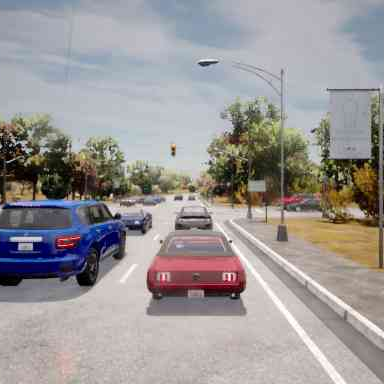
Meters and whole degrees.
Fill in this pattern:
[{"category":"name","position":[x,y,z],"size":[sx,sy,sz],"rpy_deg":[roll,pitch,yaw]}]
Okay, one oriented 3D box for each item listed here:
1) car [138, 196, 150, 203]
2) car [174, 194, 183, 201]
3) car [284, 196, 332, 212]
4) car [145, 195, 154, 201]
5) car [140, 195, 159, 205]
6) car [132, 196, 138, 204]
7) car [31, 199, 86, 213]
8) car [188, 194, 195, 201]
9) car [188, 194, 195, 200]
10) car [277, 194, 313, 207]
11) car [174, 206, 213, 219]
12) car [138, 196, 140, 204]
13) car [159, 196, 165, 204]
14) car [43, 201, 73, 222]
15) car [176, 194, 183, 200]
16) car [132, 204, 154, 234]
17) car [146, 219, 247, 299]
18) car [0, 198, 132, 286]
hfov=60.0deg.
[{"category":"car","position":[-10.533,1.552,72.549],"size":[1.994,1.385,4.181],"rpy_deg":[0,0,0]},{"category":"car","position":[-3.539,1.493,85.114],"size":[1.837,1.490,4.892],"rpy_deg":[0,0,0]},{"category":"car","position":[13.378,1.505,37.899],"size":[4.892,1.490,1.837],"rpy_deg":[0,0,3]},{"category":"car","position":[-10.538,1.523,82.577],"size":[1.812,1.442,4.674],"rpy_deg":[0,0,0]},{"category":"car","position":[-7.108,1.525,56.158],"size":[1.812,1.442,4.674],"rpy_deg":[0,0,0]},{"category":"car","position":[-10.612,1.601,54.790],"size":[1.895,1.301,4.718],"rpy_deg":[0,0,0]},{"category":"car","position":[-14.560,1.547,36.565],"size":[5.357,1.411,2.033],"rpy_deg":[0,0,-8]},{"category":"car","position":[-0.039,1.533,85.115],"size":[2.033,1.411,5.357],"rpy_deg":[0,0,0]},{"category":"car","position":[-0.044,1.360,95.534],"size":[1.882,1.535,5.008],"rpy_deg":[0,0,0]},{"category":"car","position":[13.424,1.221,41.416],"size":[5.566,2.045,2.150],"rpy_deg":[0,0,3]},{"category":"car","position":[0.092,1.491,17.649],"size":[2.128,1.511,4.902],"rpy_deg":[0,0,0]},{"category":"car","position":[-10.576,1.525,63.825],"size":[1.812,1.442,4.674],"rpy_deg":[0,0,0]},{"category":"car","position":[-7.062,1.477,65.488],"size":[1.882,1.535,5.008],"rpy_deg":[0,0,1]},{"category":"car","position":[-11.077,1.526,27.297],"size":[1.812,1.442,4.674],"rpy_deg":[1,-1,-27]},{"category":"car","position":[-3.544,1.382,95.533],"size":[1.837,1.490,4.892],"rpy_deg":[0,0,0]},{"category":"car","position":[-3.409,1.601,19.285],"size":[1.895,1.301,4.718],"rpy_deg":[0,0,0]},{"category":"car","position":[0.099,1.601,8.378],"size":[1.895,1.301,4.718],"rpy_deg":[0,0,0]},{"category":"car","position":[-3.409,1.221,9.531],"size":[2.150,2.045,5.566],"rpy_deg":[0,0,0]}]
